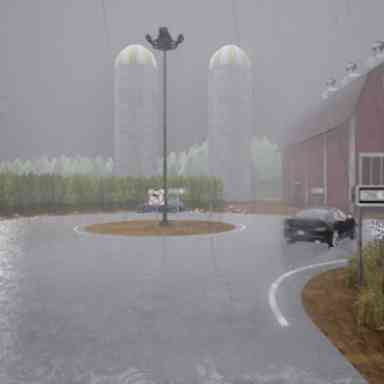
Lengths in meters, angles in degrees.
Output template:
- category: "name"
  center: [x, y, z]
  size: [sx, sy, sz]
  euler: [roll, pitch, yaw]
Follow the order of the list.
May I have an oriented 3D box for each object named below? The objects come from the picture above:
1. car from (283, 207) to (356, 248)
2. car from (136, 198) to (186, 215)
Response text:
- category: "car"
  center: [5.703, 1.381, 14.531]
  size: [1.882, 1.535, 5.008]
  euler: [1, 1, 39]
- category: "car"
  center: [-2.851, 1.314, 30.766]
  size: [4.674, 1.442, 1.812]
  euler: [0, 0, 4]
